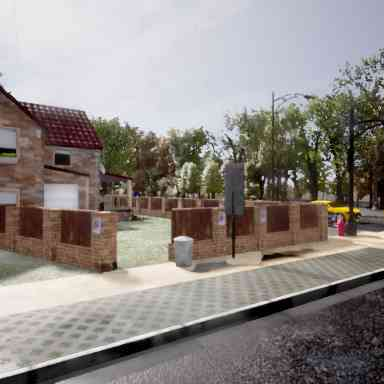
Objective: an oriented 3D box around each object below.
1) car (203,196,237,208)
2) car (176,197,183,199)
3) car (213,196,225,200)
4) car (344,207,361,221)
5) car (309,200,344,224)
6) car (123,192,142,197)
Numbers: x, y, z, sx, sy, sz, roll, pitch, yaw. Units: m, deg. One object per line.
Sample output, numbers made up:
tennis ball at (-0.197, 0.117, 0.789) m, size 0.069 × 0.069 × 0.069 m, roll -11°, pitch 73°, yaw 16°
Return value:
car at (3.818, 1.349, 46.048) m, size 1.882 × 1.535 × 5.008 m, roll 0°, pitch 0°, yaw -35°
car at (-1.933, 1.409, 42.588) m, size 2.033 × 1.411 × 5.357 m, roll 0°, pitch 0°, yaw -35°
car at (4.235, 1.396, 33.911) m, size 2.128 × 1.511 × 4.902 m, roll 0°, pitch 0°, yaw -35°
car at (10.274, 1.423, 25.427) m, size 1.882 × 1.535 × 5.008 m, roll 0°, pitch 0°, yaw -35°
car at (7.784, 1.469, 23.319) m, size 1.812 × 1.442 × 4.674 m, roll 0°, pitch 0°, yaw -35°
car at (-12.422, 0.967, 68.856) m, size 2.150 × 2.045 × 5.566 m, roll 0°, pitch 0°, yaw -35°
